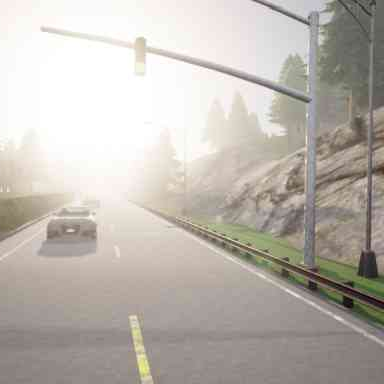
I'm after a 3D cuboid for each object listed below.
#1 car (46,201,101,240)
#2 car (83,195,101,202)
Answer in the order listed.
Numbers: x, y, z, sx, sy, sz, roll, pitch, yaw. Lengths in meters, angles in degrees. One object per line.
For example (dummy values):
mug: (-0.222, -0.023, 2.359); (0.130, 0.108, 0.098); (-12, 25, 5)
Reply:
car: (-5.396, 1.340, 15.332); (1.994, 1.385, 4.181); (1, 0, -15)
car: (-11.914, 1.037, 39.613); (1.994, 1.385, 4.181); (1, 0, -15)
